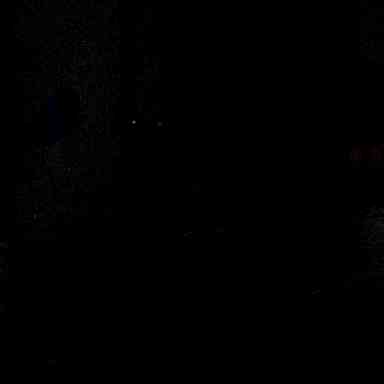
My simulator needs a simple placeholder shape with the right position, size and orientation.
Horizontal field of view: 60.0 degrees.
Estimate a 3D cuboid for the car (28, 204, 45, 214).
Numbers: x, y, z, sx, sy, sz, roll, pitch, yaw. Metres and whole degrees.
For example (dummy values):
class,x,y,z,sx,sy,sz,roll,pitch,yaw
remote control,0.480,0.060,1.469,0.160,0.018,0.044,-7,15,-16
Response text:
class,x,y,z,sx,sy,sz,roll,pitch,yaw
car,-25.065,2.625,53.443,2.128,1.511,4.902,-1,0,-35
